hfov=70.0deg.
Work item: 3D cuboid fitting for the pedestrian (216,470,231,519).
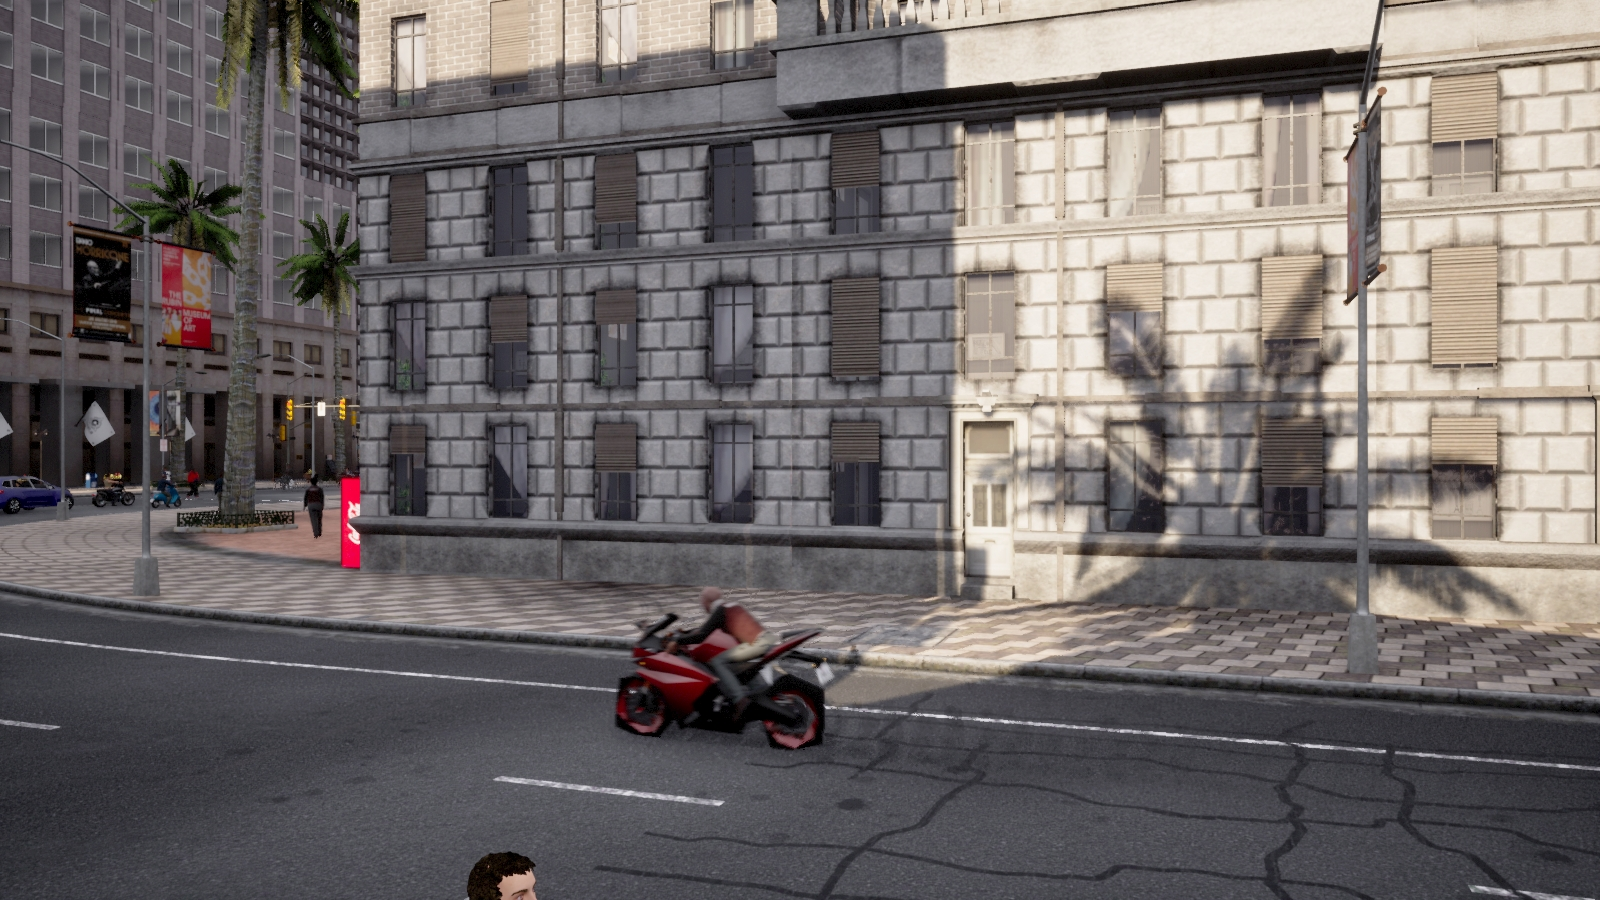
[{"bbox_3d":[-22.090,1.696,43.779,0.375,1.860,0.375,0,0,-7],"label":"pedestrian"}]

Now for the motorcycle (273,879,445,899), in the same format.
[{"bbox_3d":[-1.030,2.213,3.640,2.033,1.145,0.803,0,0,20],"label":"motorcycle"}]

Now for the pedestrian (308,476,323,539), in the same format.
[{"bbox_3d":[-14.316,1.696,33.779,0.375,1.860,0.375,0,0,-20],"label":"pedestrian"}]

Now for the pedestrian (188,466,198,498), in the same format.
[{"bbox_3d":[-35.085,1.849,66.016,0.375,1.860,0.375,0,0,13],"label":"pedestrian"}]

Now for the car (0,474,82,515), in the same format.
[{"bbox_3d":[-35.215,1.968,51.598,2.242,1.667,4.611,0,0,9],"label":"car"}]

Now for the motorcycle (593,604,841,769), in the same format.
[{"bbox_3d":[-0.792,2.205,10.936,2.209,1.251,0.867,0,0,20],"label":"motorcycle"}]

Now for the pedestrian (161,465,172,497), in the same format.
[{"bbox_3d":[-37.455,1.849,67.542,0.375,1.860,0.375,0,0,19],"label":"pedestrian"}]

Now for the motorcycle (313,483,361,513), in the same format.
[{"bbox_3d":[-21.134,2.170,52.239,0.764,1.277,2.356,0,0,16],"label":"motorcycle"}]
